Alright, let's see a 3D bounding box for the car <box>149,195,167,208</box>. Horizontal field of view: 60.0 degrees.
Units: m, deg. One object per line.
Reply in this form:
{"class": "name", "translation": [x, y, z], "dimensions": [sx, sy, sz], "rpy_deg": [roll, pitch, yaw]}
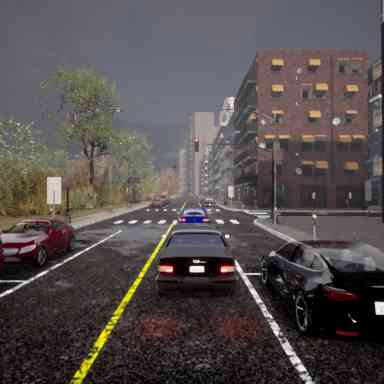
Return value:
{"class": "car", "translation": [-5.272, 1.567, 49.472], "dimensions": [1.887, 1.381, 4.507], "rpy_deg": [1, 0, 0]}

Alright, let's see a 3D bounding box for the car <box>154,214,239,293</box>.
{"class": "car", "translation": [0.106, 1.550, 8.984], "dimensions": [2.033, 1.411, 5.357], "rpy_deg": [0, 0, 0]}

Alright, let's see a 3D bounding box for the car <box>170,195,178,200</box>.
{"class": "car", "translation": [-5.241, 1.626, 94.881], "dimensions": [2.008, 1.369, 4.403], "rpy_deg": [1, 0, 0]}

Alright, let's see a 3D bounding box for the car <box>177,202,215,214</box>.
{"class": "car", "translation": [0.121, 1.530, 18.574], "dimensions": [1.812, 1.442, 4.674], "rpy_deg": [0, 0, 0]}

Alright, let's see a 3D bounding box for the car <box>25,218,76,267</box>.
{"class": "car", "translation": [-5.299, 1.585, 11.357], "dimensions": [1.802, 1.307, 4.206], "rpy_deg": [1, 0, 0]}

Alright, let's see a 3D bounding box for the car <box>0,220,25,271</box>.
{"class": "car", "translation": [-5.301, 1.316, 5.702], "dimensions": [2.192, 1.841, 5.009], "rpy_deg": [1, 0, 0]}

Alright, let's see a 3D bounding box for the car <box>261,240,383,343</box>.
{"class": "car", "translation": [2.578, 1.567, 6.453], "dimensions": [1.947, 1.339, 4.313], "rpy_deg": [1, 0, 0]}

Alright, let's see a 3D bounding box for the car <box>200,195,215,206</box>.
{"class": "car", "translation": [2.608, 1.574, 50.270], "dimensions": [2.008, 1.369, 4.403], "rpy_deg": [1, 0, 0]}

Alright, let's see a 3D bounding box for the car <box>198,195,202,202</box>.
{"class": "car", "translation": [2.620, 1.621, 67.319], "dimensions": [1.802, 1.307, 4.206], "rpy_deg": [1, 0, 0]}

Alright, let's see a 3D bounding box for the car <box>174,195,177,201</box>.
{"class": "car", "translation": [-5.249, 1.609, 83.528], "dimensions": [2.008, 1.369, 4.403], "rpy_deg": [1, 0, 0]}

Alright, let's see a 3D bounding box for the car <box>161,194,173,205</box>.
{"class": "car", "translation": [-5.262, 1.347, 60.824], "dimensions": [2.192, 1.841, 5.009], "rpy_deg": [1, 0, 0]}

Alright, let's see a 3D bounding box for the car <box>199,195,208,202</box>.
{"class": "car", "translation": [2.629, 1.492, 78.686], "dimensions": [1.967, 1.590, 4.097], "rpy_deg": [1, 0, 0]}
